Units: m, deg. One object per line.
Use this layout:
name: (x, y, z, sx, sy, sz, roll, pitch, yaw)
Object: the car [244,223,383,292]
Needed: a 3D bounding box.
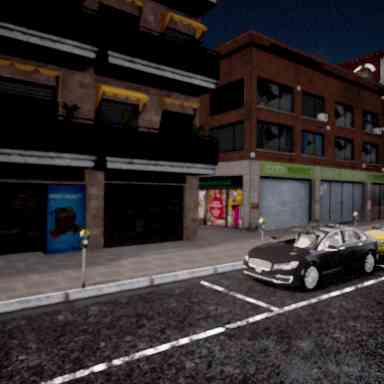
car: (3.309, 1.552, 8.909, 4.403, 1.369, 2.008, 0, 1, -36)
